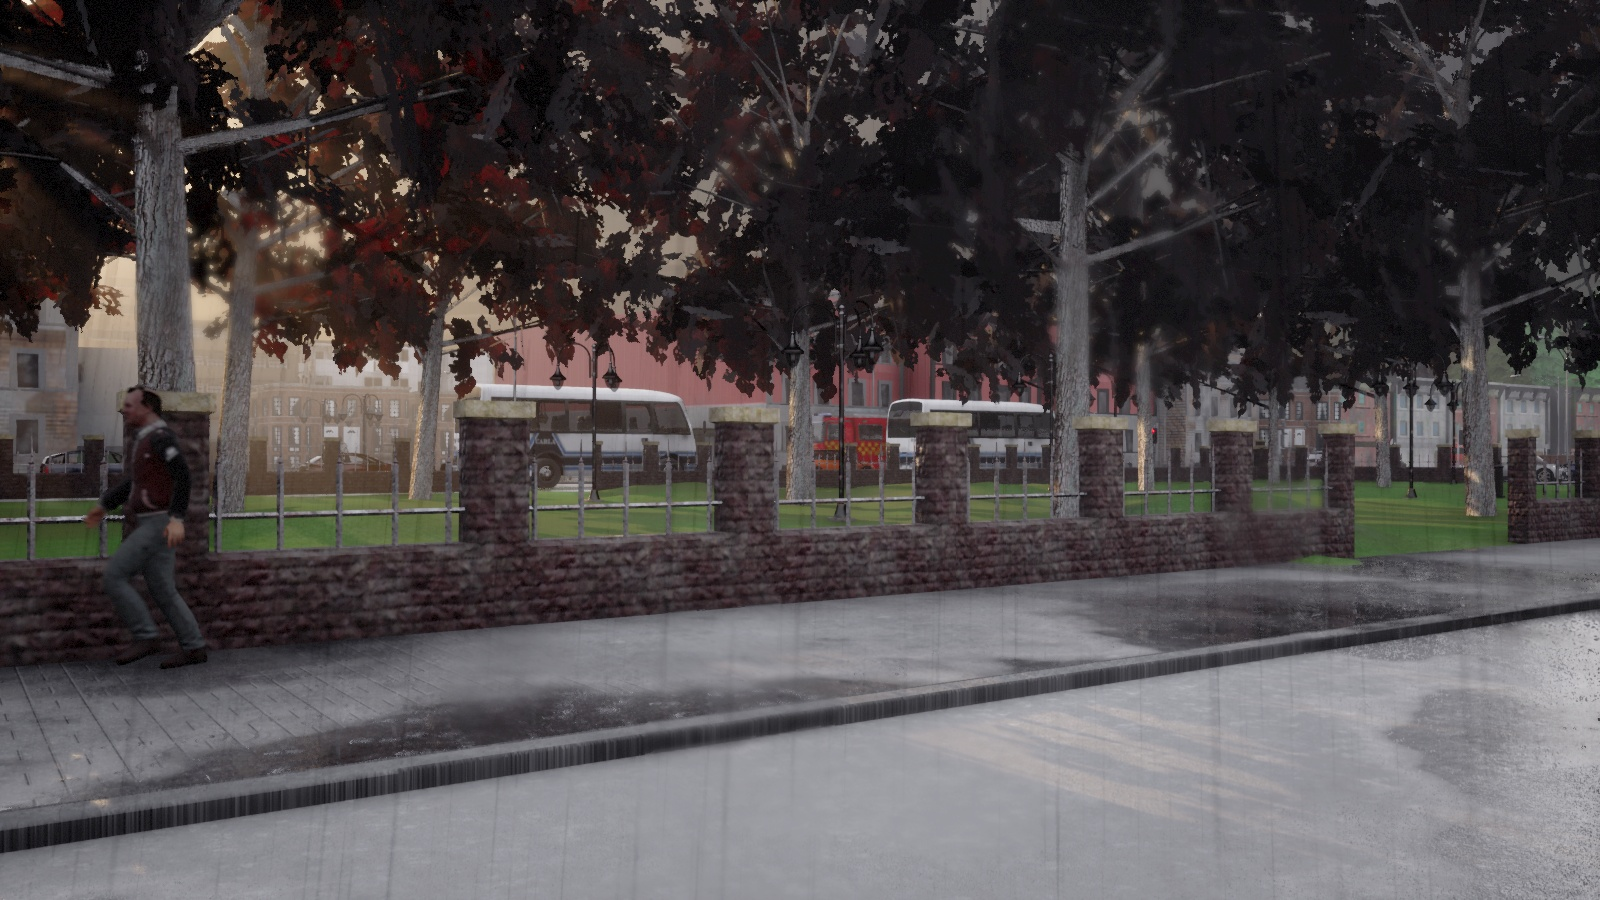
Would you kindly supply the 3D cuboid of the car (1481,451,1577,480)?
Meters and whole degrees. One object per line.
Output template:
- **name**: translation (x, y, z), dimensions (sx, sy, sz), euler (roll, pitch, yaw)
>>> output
- **car**: translation (37.564, 0.789, 64.729), dimensions (1.970, 1.475, 3.806), euler (0, 0, -37)

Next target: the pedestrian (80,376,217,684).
- **pedestrian**: translation (-4.106, 0.483, 7.923), dimensions (0.720, 1.854, 0.376), euler (0, 0, -35)

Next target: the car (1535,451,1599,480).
- **car**: translation (41.646, 0.818, 65.962), dimensions (2.163, 1.488, 4.792), euler (0, 0, -35)

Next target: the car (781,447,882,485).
- **car**: translation (1.542, 0.748, 60.656), dimensions (4.553, 1.767, 2.097), euler (0, 0, -35)

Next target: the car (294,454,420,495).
- **car**: translation (-16.821, 0.911, 47.789), dimensions (4.193, 1.474, 1.816), euler (0, 0, -35)

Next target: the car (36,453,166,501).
- **car**: translation (-23.848, 0.879, 42.861), dimensions (3.705, 1.549, 1.789), euler (0, 0, -35)

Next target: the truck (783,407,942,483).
- **truck**: translation (3.397, -0.263, 66.838), dimensions (8.468, 3.827, 2.891), euler (0, 0, -35)

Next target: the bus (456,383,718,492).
- **bus**: translation (-8.897, -0.482, 53.337), dimensions (10.273, 4.253, 3.944), euler (0, 0, -35)

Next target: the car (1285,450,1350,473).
- **car**: translation (37.332, 0.817, 90.594), dimensions (4.856, 1.649, 2.033), euler (0, 0, -35)

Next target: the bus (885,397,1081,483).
- **bus**: translation (9.780, -0.490, 66.470), dimensions (10.273, 4.253, 3.944), euler (0, 0, -34)
